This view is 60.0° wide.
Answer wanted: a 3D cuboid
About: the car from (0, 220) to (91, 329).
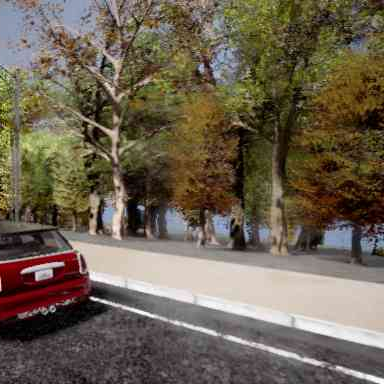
[{"bbox_3d":[-4.128,1.369,6.627,4.553,1.767,2.097,0,0,35],"label":"car"}]
